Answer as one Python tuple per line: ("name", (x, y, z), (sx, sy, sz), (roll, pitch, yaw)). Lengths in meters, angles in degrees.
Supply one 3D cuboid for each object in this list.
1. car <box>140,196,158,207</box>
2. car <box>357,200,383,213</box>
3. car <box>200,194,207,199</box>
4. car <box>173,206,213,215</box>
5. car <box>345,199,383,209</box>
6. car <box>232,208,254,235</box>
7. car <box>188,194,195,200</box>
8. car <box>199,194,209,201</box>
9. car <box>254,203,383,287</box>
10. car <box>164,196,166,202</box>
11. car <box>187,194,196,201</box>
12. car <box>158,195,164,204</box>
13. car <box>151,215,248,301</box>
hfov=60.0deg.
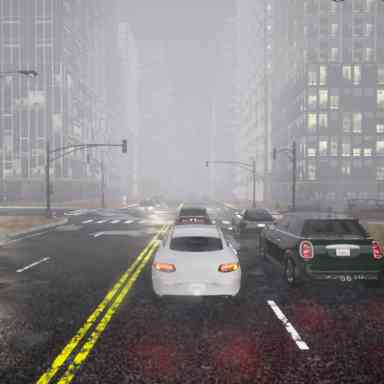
("car", (-6.718, 1.528, 50.776), (1.994, 1.385, 4.181), (0, 0, 0))
("car", (21.715, 1.642, 37.900), (4.829, 1.417, 1.752), (1, 0, 1))
("car", (3.022, 1.266, 90.773), (1.812, 1.442, 4.674), (0, 0, 0))
("car", (0.056, 1.495, 17.432), (1.837, 1.490, 4.892), (0, 0, 0))
("car", (16.127, 1.519, 29.599), (5.009, 1.841, 2.192), (1, 0, 1))
("car", (3.304, 1.555, 17.846), (1.994, 1.385, 4.181), (0, 0, 0))
("car", (-0.228, 1.220, 90.766), (1.882, 1.535, 5.008), (0, 0, 0))
("car", (3.049, 1.396, 80.356), (1.882, 1.535, 5.008), (0, 0, 0))
("car", (3.327, 1.348, 9.460), (2.097, 1.767, 4.553), (0, 0, 0))
("car", (-6.681, 1.416, 71.475), (1.882, 1.535, 5.008), (0, 0, 0))
("car", (-0.201, 1.418, 80.348), (1.837, 1.490, 4.892), (0, 0, 0))
("car", (-6.722, 1.429, 61.100), (1.882, 1.535, 5.008), (0, 0, 1))
("car", (0.081, 1.522, 8.184), (1.812, 1.442, 4.674), (0, 0, 0))
